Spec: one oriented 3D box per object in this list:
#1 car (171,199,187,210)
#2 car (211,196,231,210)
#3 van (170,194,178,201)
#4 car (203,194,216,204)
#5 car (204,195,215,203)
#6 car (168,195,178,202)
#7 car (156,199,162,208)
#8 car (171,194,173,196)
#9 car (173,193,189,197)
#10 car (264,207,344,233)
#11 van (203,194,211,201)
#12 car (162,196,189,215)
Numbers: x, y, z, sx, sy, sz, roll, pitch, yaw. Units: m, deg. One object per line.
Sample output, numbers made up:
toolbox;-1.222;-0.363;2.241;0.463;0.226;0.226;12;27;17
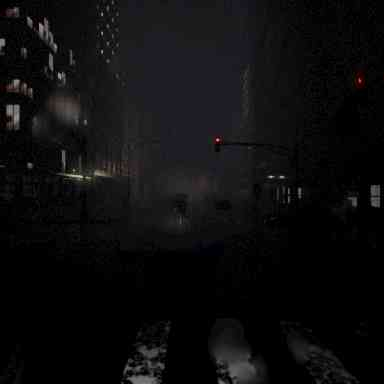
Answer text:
car;-1.615;1.609;43.644;1.895;1.301;4.718;0;0;0
car;3.855;1.575;41.797;1.947;1.339;4.313;0;0;0
van;-4.305;1.314;80.442;1.690;1.788;3.998;0;0;0
car;3.675;1.307;63.906;2.192;1.841;5.009;0;0;0
car;3.642;1.426;69.434;1.967;1.590;4.097;0;0;0
car;-4.272;1.420;74.915;1.967;1.590;4.097;0;0;0
car;-4.107;1.588;47.277;1.802;1.307;4.206;0;0;0
car;-4.206;1.558;63.859;1.947;1.339;4.313;0;0;0
car;-1.684;1.221;57.439;2.150;2.045;5.566;0;0;0
car;6.755;1.627;20.227;4.674;1.442;1.812;3;0;-3
van;3.576;1.314;80.489;1.690;1.788;3.998;0;0;0
car;-1.569;1.505;33.724;2.128;1.511;4.902;0;0;-1
